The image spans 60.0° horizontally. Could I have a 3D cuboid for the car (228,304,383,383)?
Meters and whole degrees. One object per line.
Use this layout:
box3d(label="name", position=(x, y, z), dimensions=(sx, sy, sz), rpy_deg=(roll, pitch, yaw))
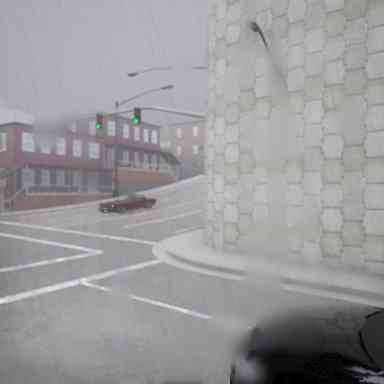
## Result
box3d(label="car", position=(2.559, 1.505, 2.138), dimensions=(4.902, 1.511, 2.128), rpy_deg=(1, 1, 36))

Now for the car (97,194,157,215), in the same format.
box3d(label="car", position=(-4.963, 0.880, 25.737), dimensions=(1.895, 1.301, 4.718), rpy_deg=(1, 5, 35))
